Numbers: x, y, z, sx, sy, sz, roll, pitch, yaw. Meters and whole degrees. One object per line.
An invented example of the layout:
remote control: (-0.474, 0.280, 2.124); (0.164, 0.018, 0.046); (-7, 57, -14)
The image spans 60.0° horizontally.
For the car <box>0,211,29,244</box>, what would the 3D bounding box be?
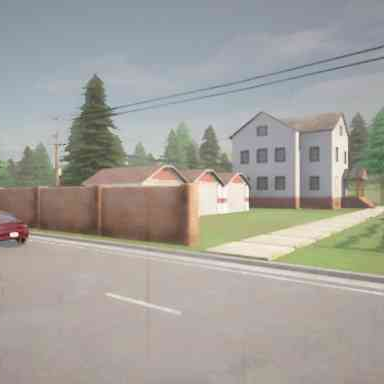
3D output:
car: (-9.030, 1.555, 14.724); (4.674, 1.442, 1.812); (0, 0, 36)
